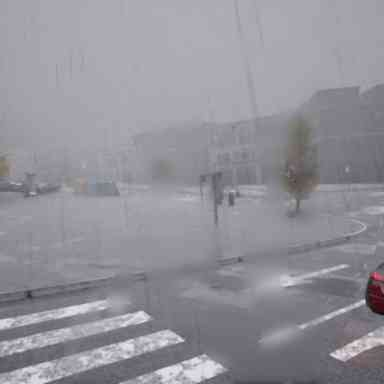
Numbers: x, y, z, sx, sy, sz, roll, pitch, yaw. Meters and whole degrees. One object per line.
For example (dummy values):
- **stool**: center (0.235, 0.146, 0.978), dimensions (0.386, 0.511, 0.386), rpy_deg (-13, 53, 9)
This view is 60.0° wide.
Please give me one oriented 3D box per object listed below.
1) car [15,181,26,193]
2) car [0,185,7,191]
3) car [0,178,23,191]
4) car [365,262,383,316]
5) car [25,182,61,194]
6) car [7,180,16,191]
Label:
- **car**: center (-23.969, -0.783, 51.181), dimensions (2.231, 1.521, 4.892), rpy_deg (1, 6, 17)
- **car**: center (-28.762, -1.034, 54.627), dimensions (2.097, 1.535, 5.008), rpy_deg (1, 6, 16)
- **car**: center (-31.197, -1.275, 56.270), dimensions (2.185, 1.767, 4.553), rpy_deg (0, 6, 15)
- **car**: center (5.047, 1.485, 6.127), dimensions (4.181, 1.385, 1.994), rpy_deg (-2, 1, -36)
- **car**: center (-21.609, -0.619, 49.391), dimensions (2.163, 1.488, 4.792), rpy_deg (1, 6, 17)
- **car**: center (-26.366, -0.869, 52.914), dimensions (2.002, 1.452, 4.674), rpy_deg (0, 6, 16)
